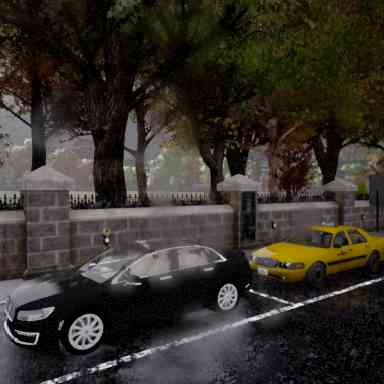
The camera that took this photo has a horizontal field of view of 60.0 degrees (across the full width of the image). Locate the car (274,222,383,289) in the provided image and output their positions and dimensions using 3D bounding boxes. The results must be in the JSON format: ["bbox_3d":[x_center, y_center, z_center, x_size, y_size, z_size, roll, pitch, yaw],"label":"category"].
[{"bbox_3d":[3.607,1.526,9.148,4.829,1.417,1.752,0,0,-36],"label":"car"}]

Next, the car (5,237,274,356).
[{"bbox_3d":[-0.834,1.551,5.970,4.403,1.369,2.008,0,0,-36],"label":"car"}]
